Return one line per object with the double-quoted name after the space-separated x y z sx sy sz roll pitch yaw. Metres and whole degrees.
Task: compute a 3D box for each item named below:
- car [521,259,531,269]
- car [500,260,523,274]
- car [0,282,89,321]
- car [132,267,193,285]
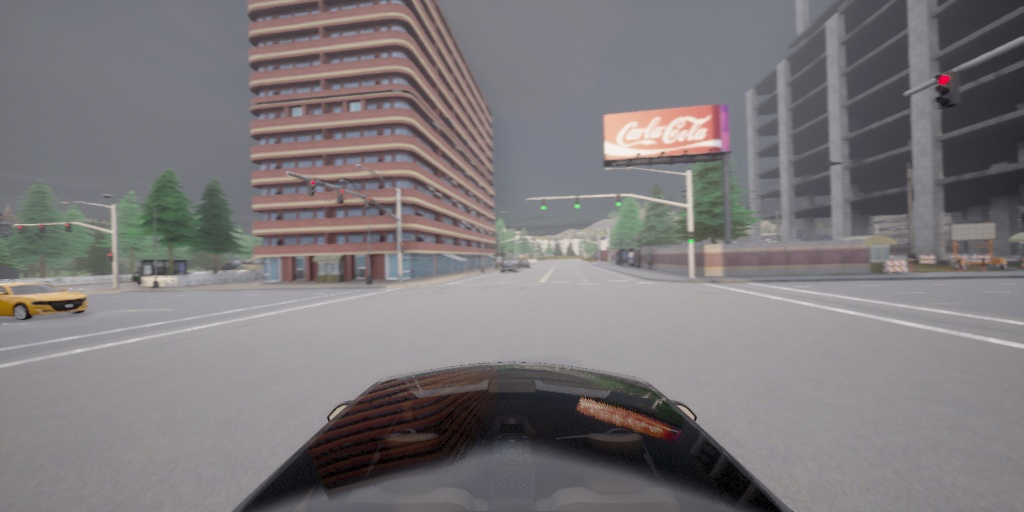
2.089 1.359 64.066 2.097 1.767 4.553 -2 0 8 "car"
-0.273 1.537 47.653 2.033 1.411 5.357 -2 0 9 "car"
-21.383 1.901 15.689 5.008 1.535 1.882 -1 0 9 "car"
-41.421 2.285 42.643 2.150 2.045 5.566 -2 -1 10 "car"
